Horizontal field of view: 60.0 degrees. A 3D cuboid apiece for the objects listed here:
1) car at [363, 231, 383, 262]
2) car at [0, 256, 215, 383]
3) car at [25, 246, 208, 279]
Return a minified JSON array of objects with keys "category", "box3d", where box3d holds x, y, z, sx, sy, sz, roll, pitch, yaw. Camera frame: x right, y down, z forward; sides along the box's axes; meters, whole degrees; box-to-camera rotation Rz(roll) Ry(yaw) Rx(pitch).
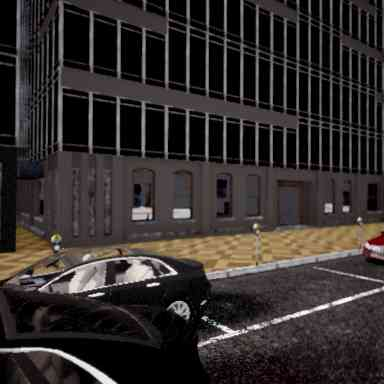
[{"category":"car","box3d":[7.711,1.755,11.620,4.206,1.307,1.802,1,-1,-34]},{"category":"car","box3d":[-2.101,1.513,1.854,4.892,1.490,1.837,1,-1,-34]},{"category":"car","box3d":[-1.717,1.598,5.241,4.403,1.369,2.008,1,-1,-34]}]
